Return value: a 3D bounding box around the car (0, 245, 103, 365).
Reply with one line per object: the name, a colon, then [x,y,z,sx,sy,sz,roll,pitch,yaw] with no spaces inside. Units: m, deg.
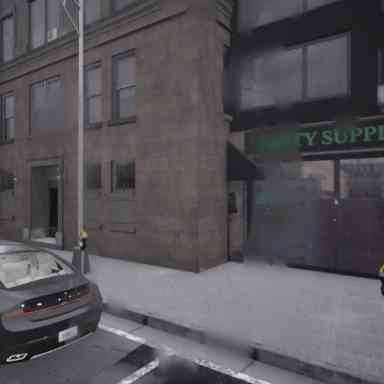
car: [-3.335,1.550,5.457,4.403,1.369,2.008,0,0,36]
